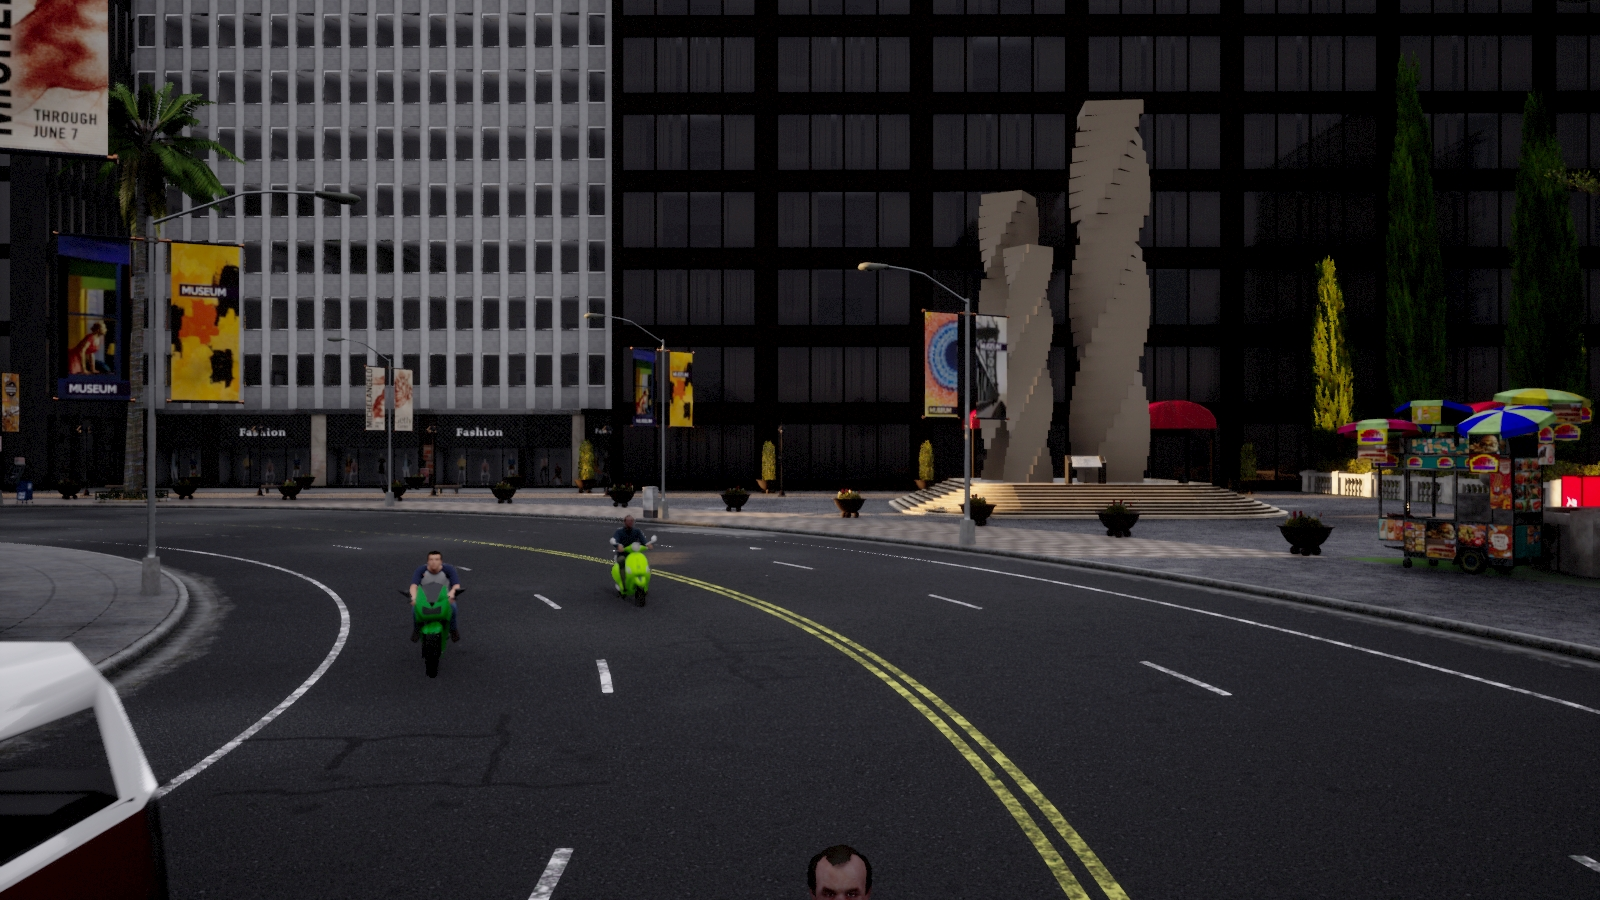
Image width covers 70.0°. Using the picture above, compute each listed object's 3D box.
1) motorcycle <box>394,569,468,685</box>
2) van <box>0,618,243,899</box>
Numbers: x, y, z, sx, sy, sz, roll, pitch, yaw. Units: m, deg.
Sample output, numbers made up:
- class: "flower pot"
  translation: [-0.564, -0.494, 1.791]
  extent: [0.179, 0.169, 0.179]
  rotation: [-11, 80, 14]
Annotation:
- class: "motorcycle"
  translation: [-4.704, 2.213, 14.664]
  extent: [0.803, 1.145, 2.033]
  rotation: [0, 0, -15]
- class: "van"
  translation: [-3.540, 1.784, 2.970]
  extent: [2.069, 2.038, 4.480]
  rotation: [0, 0, -1]
